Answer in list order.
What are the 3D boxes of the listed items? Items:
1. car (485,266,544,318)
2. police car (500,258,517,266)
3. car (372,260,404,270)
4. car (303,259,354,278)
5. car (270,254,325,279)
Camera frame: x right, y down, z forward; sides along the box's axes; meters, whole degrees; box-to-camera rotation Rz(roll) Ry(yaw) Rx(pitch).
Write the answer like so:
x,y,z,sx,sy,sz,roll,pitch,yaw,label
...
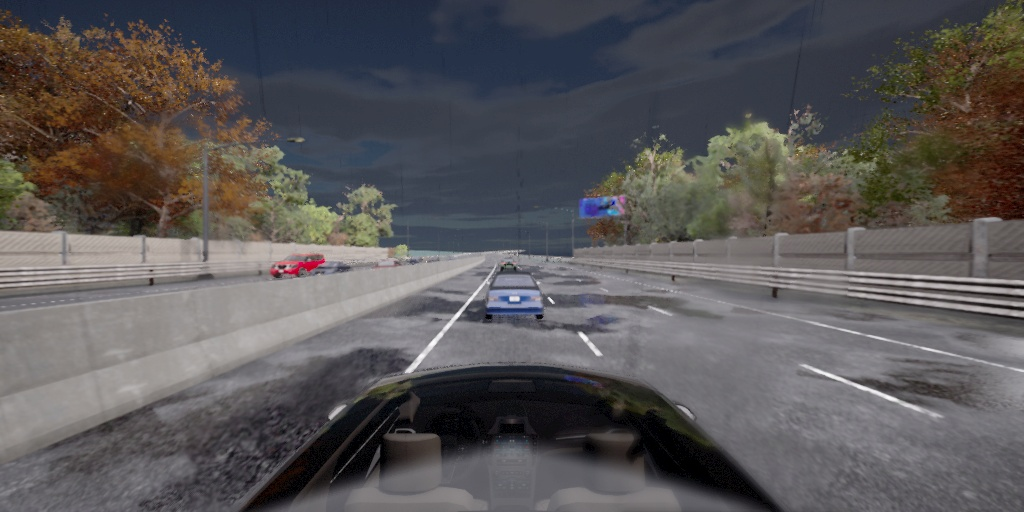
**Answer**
x,y,z,sx,sy,sz,roll,pitch,yaw,label
0.056,1.233,12.565,2.033,1.411,5.357,0,0,0,car
-0.410,1.007,43.131,2.038,1.542,4.974,0,0,-1,police car
-10.873,1.101,31.726,1.812,1.442,4.674,0,0,-1,car
-14.326,1.158,28.718,1.994,1.385,4.181,0,0,-1,car
-17.853,0.808,30.430,2.150,2.045,5.566,0,0,-1,car
